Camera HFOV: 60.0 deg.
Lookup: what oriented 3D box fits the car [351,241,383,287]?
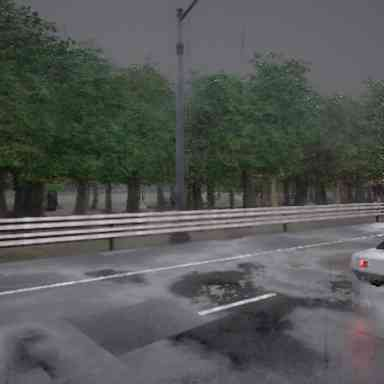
[{"bbox_3d":[5.958,1.585,8.011,4.718,1.301,1.895,0,0,-35],"label":"car"}]
